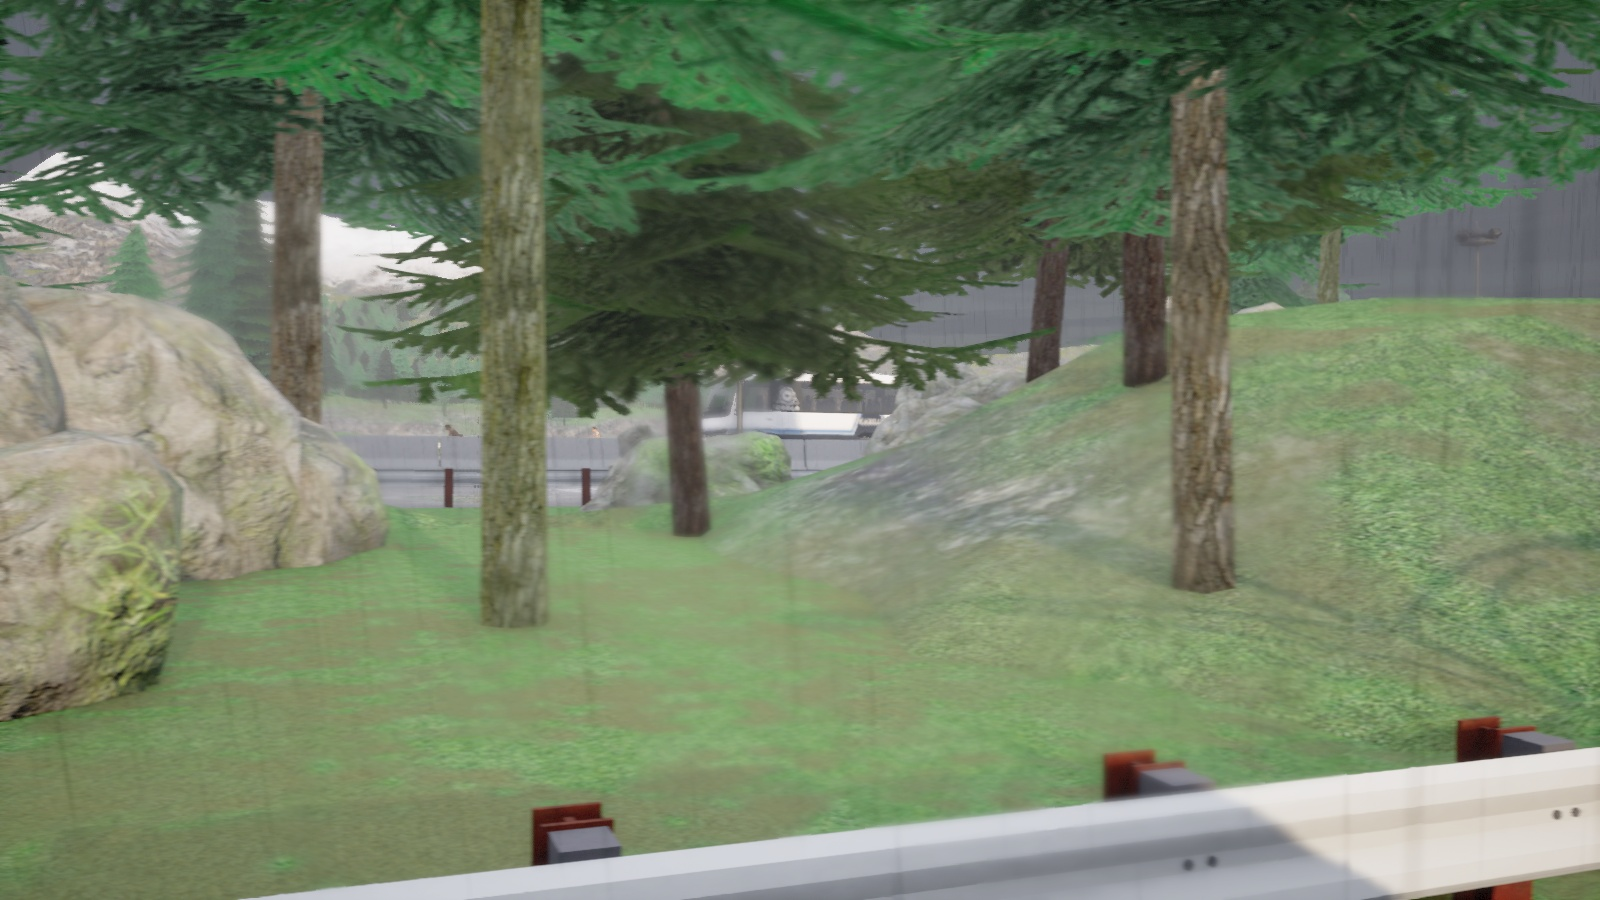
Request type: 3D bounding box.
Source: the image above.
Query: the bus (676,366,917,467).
[{"bbox_3d":[-0.085,-1.472,57.546,10.273,4.253,3.944,-1,-1,-28],"label":"bus"}]
